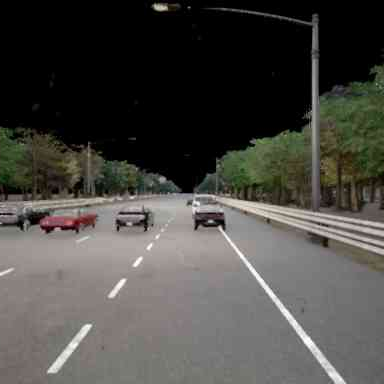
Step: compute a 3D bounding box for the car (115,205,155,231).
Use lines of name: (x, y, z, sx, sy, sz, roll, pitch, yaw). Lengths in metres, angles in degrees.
car: (-3.400, 1.520, 20.536, 2.128, 1.511, 4.902, 0, 0, 0)

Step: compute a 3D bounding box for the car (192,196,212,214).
car: (1.060, 1.413, 37.208, 2.097, 1.767, 4.553, 0, 0, 0)

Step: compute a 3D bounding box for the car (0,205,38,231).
car: (-10.400, 1.521, 20.489, 2.128, 1.511, 4.902, 0, 0, 0)

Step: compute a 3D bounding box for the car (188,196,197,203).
car: (0.118, 1.517, 72.100, 1.812, 1.442, 4.674, 0, 0, 0)

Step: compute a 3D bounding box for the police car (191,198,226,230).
police car: (1.050, 1.455, 21.368, 1.930, 1.638, 5.238, 0, 0, 0)

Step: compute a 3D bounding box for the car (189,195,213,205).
car: (1.054, 1.272, 31.277, 2.150, 2.045, 5.566, 0, 0, 0)

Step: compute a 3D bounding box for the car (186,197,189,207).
car: (0.048, 1.609, 54.945, 1.837, 1.490, 4.892, 0, 0, 0)

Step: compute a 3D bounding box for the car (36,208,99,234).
car: (-6.900, 1.628, 19.324, 1.895, 1.301, 4.718, 0, 0, 0)
